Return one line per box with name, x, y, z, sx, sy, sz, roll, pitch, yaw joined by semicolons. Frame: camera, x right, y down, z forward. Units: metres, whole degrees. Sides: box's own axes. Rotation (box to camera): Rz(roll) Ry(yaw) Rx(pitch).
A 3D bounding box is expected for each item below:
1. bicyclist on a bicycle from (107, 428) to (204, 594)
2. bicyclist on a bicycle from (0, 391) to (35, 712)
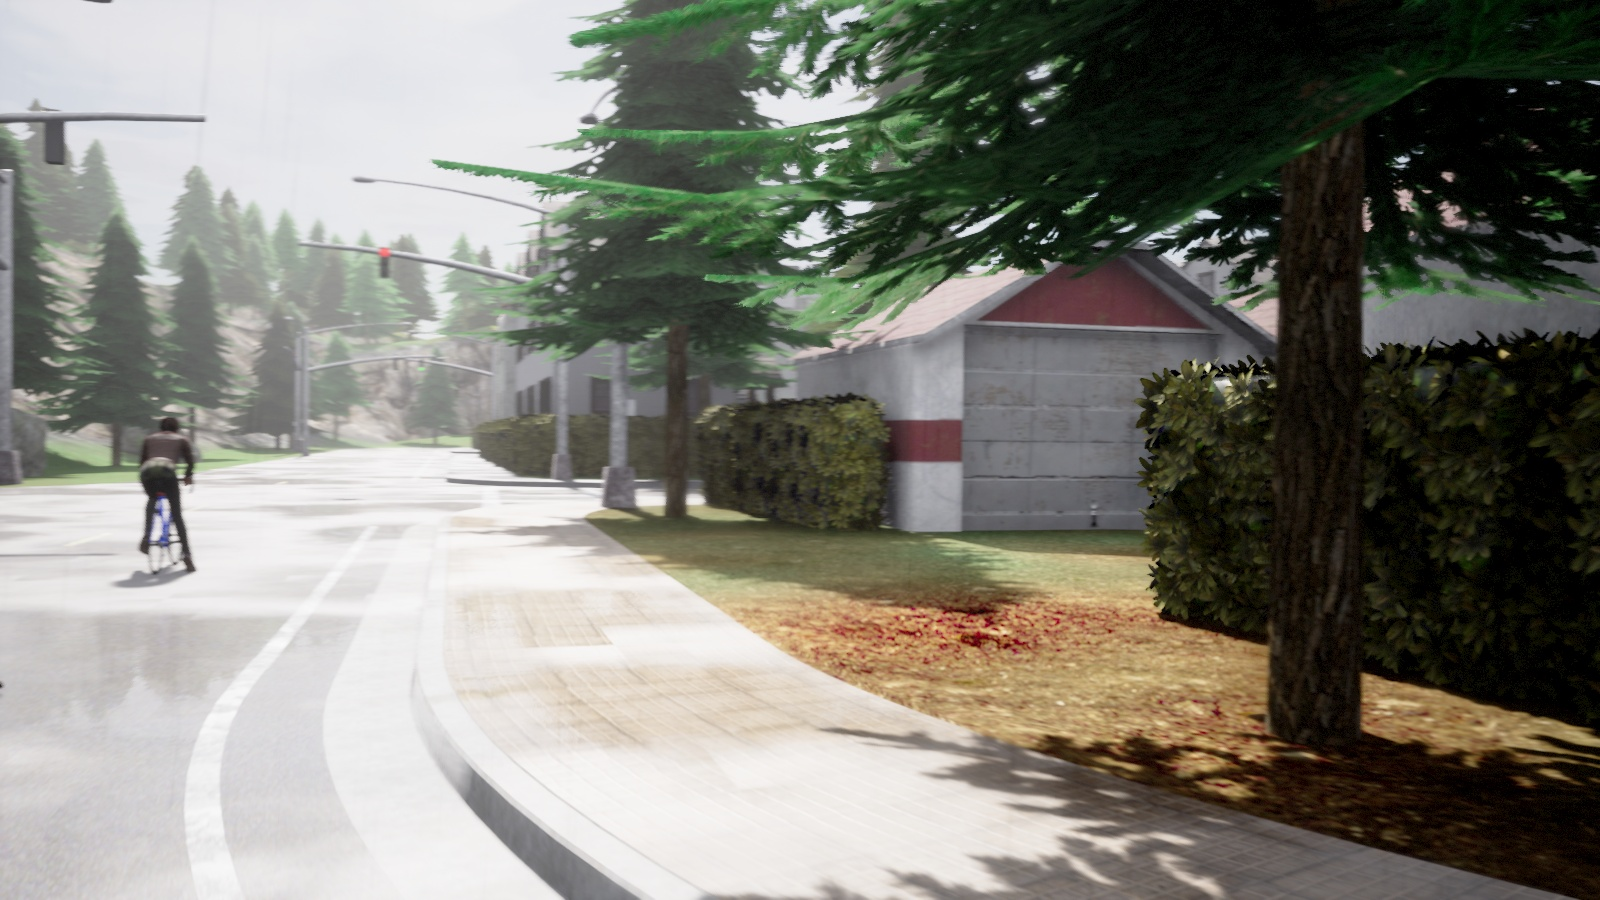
bicyclist on a bicycle;-6.695;0.592;13.115;0.582;1.620;1.656;-1;0;-16
bicyclist on a bicycle;-4.734;0.564;6.803;0.659;1.776;1.843;-1;1;-21
